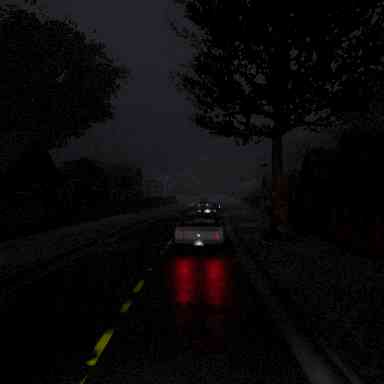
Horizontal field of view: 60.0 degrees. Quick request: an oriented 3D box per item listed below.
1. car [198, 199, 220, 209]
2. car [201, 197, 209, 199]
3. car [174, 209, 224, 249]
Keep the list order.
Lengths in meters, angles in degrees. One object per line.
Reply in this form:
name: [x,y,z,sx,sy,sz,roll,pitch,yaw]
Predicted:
car: [1.478,1.588,29.449,2.033,1.411,5.357,0,0,6]
car: [2.588,1.712,67.673,2.033,1.411,5.357,0,0,6]
car: [0.371,1.624,14.586,1.895,1.301,4.718,0,0,3]
